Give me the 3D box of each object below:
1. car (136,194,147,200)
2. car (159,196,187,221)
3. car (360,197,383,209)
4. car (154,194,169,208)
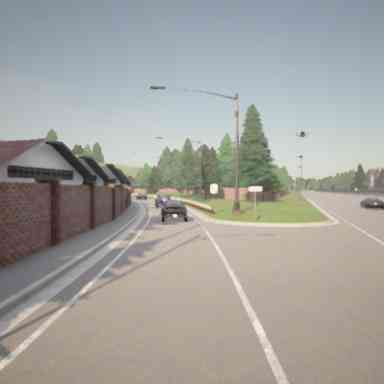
[{"bbox_3d":[-10.979,1.065,72.619,1.812,1.442,4.674,0,0,-19],"label":"car"},{"bbox_3d":[-1.401,1.343,25.131,1.837,1.490,4.892,0,1,-6],"label":"car"},{"bbox_3d":[21.606,1.276,40.014,1.994,1.385,4.181,0,0,17],"label":"car"},{"bbox_3d":[-3.742,1.076,42.997,2.097,1.767,4.553,0,0,-9],"label":"car"}]
